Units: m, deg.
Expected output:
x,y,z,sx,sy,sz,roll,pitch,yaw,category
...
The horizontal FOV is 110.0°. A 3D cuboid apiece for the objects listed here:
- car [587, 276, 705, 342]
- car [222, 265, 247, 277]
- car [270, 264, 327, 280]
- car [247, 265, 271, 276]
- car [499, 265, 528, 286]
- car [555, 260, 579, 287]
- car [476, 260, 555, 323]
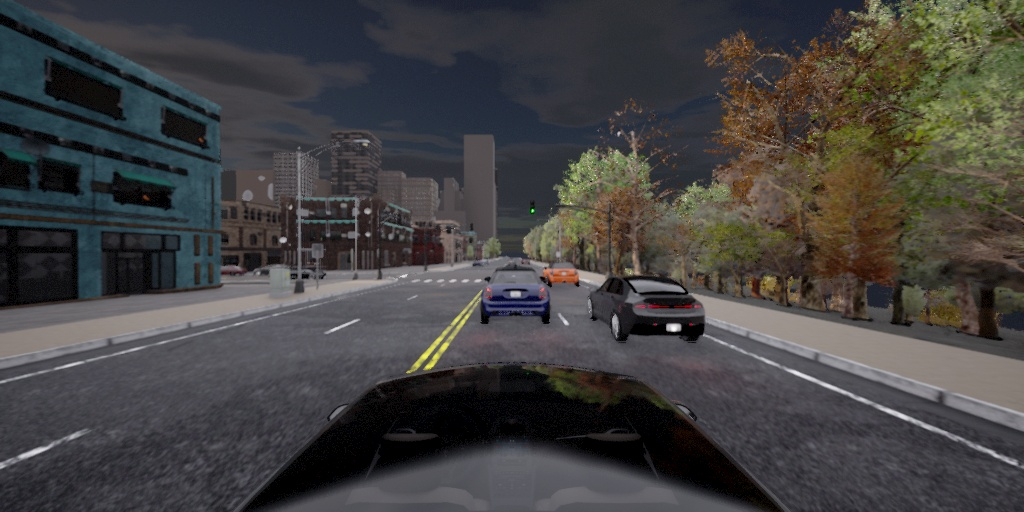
x,y,z,sx,sy,sz,roll,pitch,yaw,category
3.350,1.271,9.818,1.837,1.490,4.892,0,-1,0,car
-33.788,1.753,42.605,4.207,1.307,1.802,0,0,0,car
-19.926,1.642,34.076,4.313,1.339,1.948,0,0,0,car
-28.252,1.659,42.594,4.403,1.370,2.007,0,0,0,car
0.117,1.372,26.413,1.994,1.385,4.181,0,0,0,car
3.366,1.158,25.326,2.097,1.767,4.553,0,0,0,car
0.106,1.127,12.426,2.097,1.767,4.553,0,0,0,car
